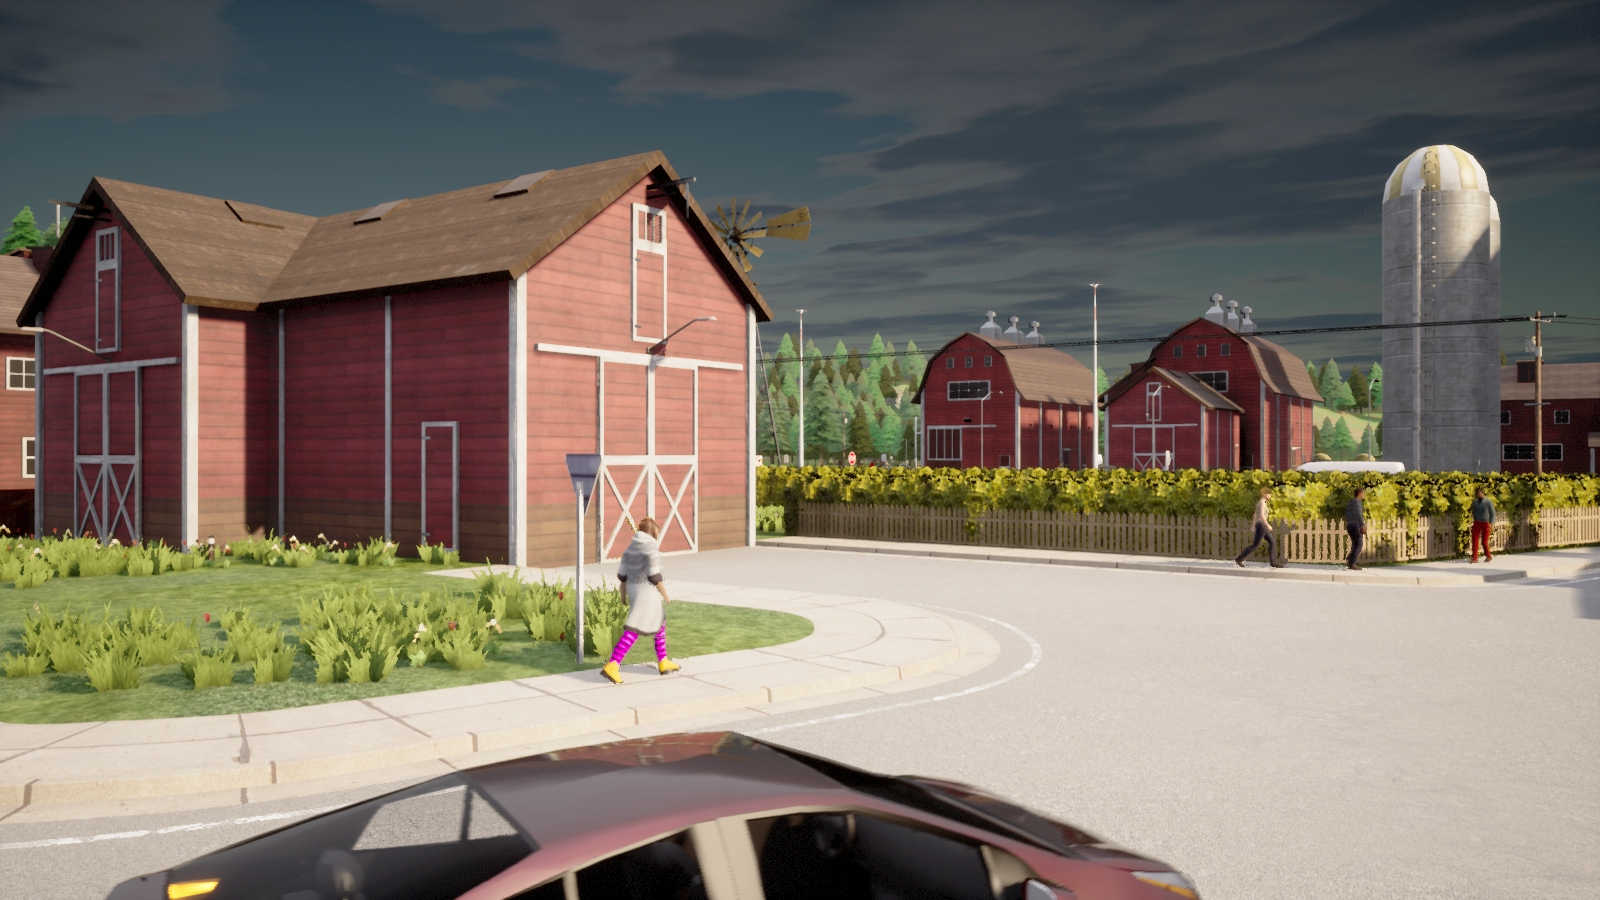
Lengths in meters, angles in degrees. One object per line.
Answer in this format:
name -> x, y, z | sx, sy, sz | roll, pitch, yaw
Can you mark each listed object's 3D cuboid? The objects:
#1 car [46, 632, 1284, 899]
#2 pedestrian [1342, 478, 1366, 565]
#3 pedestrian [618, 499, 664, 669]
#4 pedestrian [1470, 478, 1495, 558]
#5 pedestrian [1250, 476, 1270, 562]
car -> -0.343, 1.854, 4.670 | 4.514, 1.525, 2.007 | 0, 1, -31
pedestrian -> 12.065, 1.551, 24.888 | 0.375, 1.860, 0.375 | 0, 0, 7
pedestrian -> -1.794, 1.495, 12.890 | 0.375, 1.860, 0.375 | 0, 0, -39
pedestrian -> 16.119, 1.602, 26.991 | 0.375, 1.860, 0.375 | 0, 0, -33
pedestrian -> 10.126, 1.518, 25.169 | 0.375, 1.860, 0.375 | 0, 0, 17
